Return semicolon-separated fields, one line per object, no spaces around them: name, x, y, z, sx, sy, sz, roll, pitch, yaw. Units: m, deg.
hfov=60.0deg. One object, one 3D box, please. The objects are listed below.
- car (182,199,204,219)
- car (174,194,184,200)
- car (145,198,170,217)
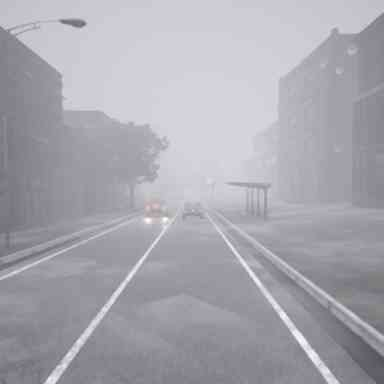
car;0.077;1.599;30.045;2.033;1.411;5.357;0;0;0
car;-2.878;1.131;74.307;1.994;1.385;4.181;0;1;0
car;-3.272;1.402;32.259;2.097;1.767;4.553;0;0;0
